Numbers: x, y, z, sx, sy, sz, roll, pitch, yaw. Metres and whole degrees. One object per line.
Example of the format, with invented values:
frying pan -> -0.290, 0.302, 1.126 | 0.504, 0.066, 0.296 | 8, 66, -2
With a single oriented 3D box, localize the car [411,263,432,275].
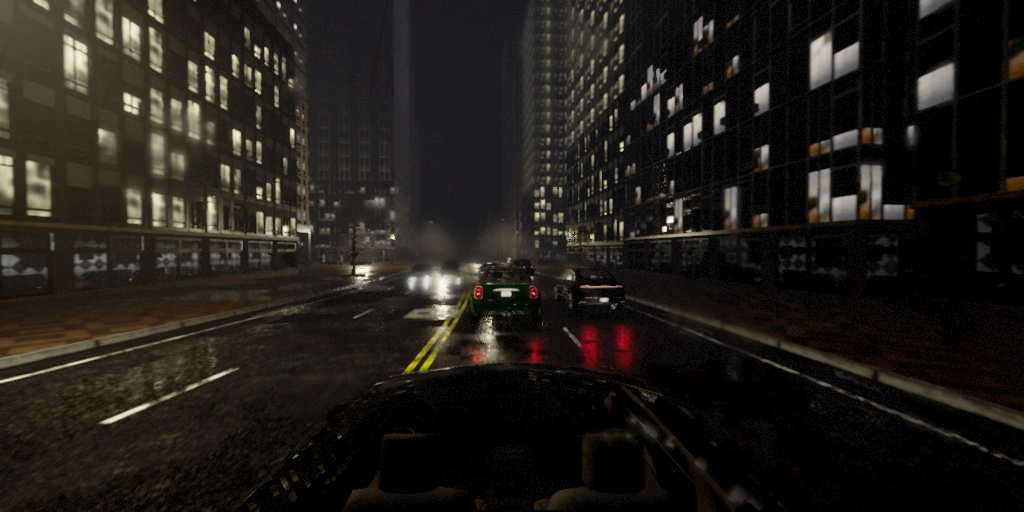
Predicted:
car -> -9.753, 1.366, 38.817 | 1.895, 1.301, 4.718 | 0, 0, -8

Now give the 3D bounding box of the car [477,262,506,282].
car -> -1.852, 1.289, 30.225 | 2.033, 1.411, 5.357 | 0, 0, -7

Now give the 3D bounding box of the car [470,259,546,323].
car -> -0.264, 1.100, 12.292 | 2.097, 1.767, 4.553 | 0, 0, -3

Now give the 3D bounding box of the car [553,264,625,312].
car -> 2.887, 1.230, 14.182 | 2.128, 1.511, 4.902 | 0, 0, -3

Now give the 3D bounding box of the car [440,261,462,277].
car -> -5.988, 1.231, 35.286 | 1.882, 1.535, 5.008 | 0, 0, -8
